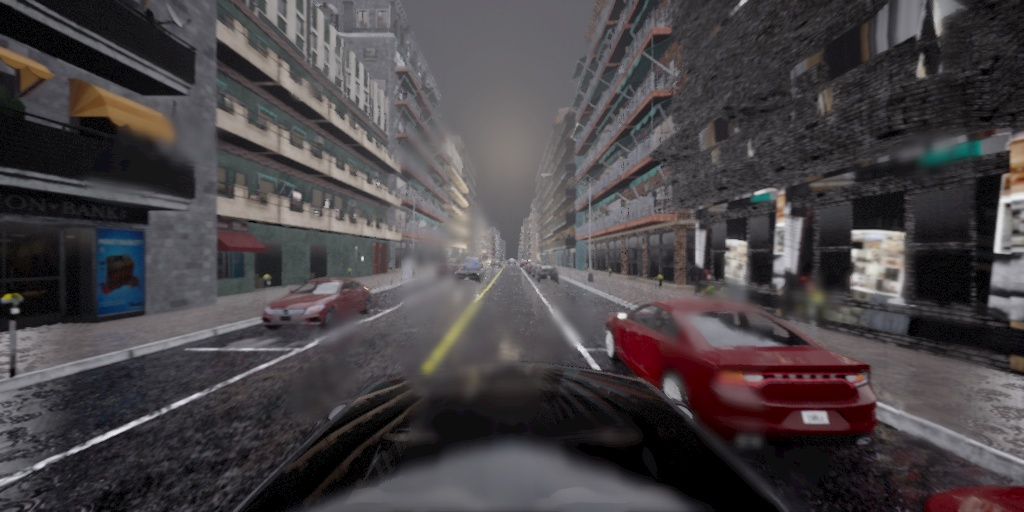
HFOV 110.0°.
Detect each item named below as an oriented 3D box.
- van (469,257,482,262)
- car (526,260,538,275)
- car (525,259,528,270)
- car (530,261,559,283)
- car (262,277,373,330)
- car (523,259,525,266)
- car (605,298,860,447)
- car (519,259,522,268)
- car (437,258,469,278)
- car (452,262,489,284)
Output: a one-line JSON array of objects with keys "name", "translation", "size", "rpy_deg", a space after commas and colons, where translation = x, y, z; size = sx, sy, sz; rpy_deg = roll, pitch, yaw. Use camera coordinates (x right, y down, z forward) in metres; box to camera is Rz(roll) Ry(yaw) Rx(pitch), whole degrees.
[{"name": "van", "translation": [-5.686, 1.109, 50.731], "size": [1.690, 1.789, 3.998], "rpy_deg": [0, 0, 0]}, {"name": "car", "translation": [2.694, 1.308, 33.723], "size": [2.007, 1.370, 4.403], "rpy_deg": [0, 0, 0]}, {"name": "car", "translation": [2.694, 1.305, 39.386], "size": [1.888, 1.381, 4.507], "rpy_deg": [0, 0, 0]}, {"name": "car", "translation": [2.693, 1.307, 28.061], "size": [2.007, 1.370, 4.403], "rpy_deg": [0, 0, 0]}, {"name": "car", "translation": [-5.689, 1.335, 11.094], "size": [1.802, 1.307, 4.207], "rpy_deg": [0, 0, 0]}, {"name": "car", "translation": [2.694, 1.203, 45.046], "size": [1.967, 1.591, 4.097], "rpy_deg": [0, 0, 0]}, {"name": "car", "translation": [2.691, 1.296, 5.411], "size": [1.888, 1.381, 4.507], "rpy_deg": [0, 0, 0]}, {"name": "car", "translation": [2.357, 1.319, 63.657], "size": [1.812, 1.442, 4.674], "rpy_deg": [0, 0, 0]}, {"name": "car", "translation": [-5.687, 1.073, 33.745], "size": [2.192, 1.841, 5.009], "rpy_deg": [0, 0, 0]}, {"name": "car", "translation": [-3.095, 1.358, 27.362], "size": [1.895, 1.301, 4.718], "rpy_deg": [0, 0, 0]}]
